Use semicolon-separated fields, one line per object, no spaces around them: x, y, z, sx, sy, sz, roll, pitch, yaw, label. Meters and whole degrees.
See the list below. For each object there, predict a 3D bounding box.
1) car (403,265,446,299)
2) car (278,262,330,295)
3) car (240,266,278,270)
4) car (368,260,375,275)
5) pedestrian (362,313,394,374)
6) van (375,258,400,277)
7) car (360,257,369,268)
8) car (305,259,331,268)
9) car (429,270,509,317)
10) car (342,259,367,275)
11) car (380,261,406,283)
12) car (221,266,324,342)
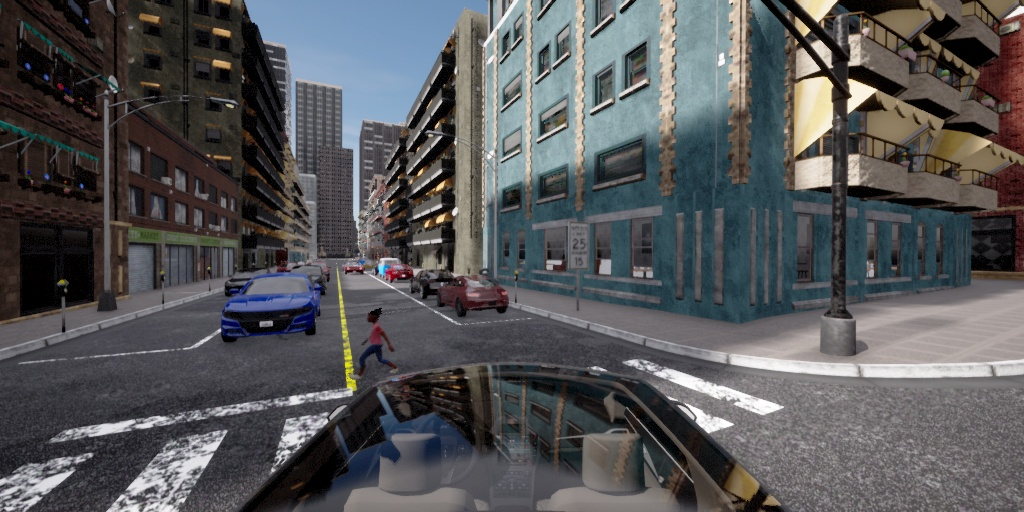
-3.960;1.314;18.046;1.948;1.339;4.313;0;0;-26;car
-10.993;1.253;19.232;1.837;1.490;4.892;0;0;-26;car
-13.924;1.313;19.316;1.948;1.339;4.313;0;0;-26;car
-13.709;1.317;37.873;1.948;1.339;4.313;0;0;-26;car
-2.231;1.043;5.966;0.375;1.860;0.375;-1;1;-26;pedestrian
-11.272;1.091;32.916;1.690;1.789;3.998;0;0;-26;van
-21.096;1.282;52.895;1.751;1.417;4.829;0;0;-26;car
-15.460;1.227;28.349;1.882;1.535;5.008;0;0;-26;car
-1.523;1.330;13.090;1.802;1.307;4.207;0;0;-26;car
-17.437;1.352;39.495;1.895;1.301;4.718;0;0;-26;car
-8.835;1.294;27.959;1.888;1.381;4.507;0;0;-26;car
-6.527;1.226;10.141;1.882;1.535;5.008;0;0;-26;car
